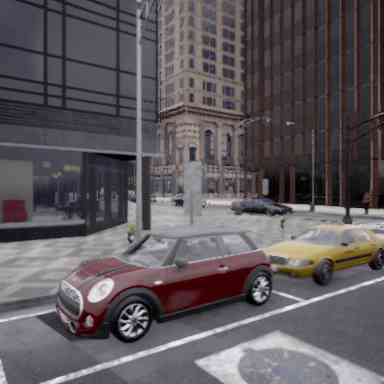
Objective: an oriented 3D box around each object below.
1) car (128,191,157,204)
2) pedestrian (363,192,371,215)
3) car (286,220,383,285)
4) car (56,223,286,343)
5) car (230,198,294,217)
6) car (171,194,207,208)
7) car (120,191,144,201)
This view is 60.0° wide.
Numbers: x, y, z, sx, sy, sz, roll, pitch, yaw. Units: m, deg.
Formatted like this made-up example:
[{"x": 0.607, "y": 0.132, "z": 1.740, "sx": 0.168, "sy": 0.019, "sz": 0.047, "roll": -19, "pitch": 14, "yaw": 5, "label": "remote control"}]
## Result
[{"x": -6.370, "y": 0.739, "z": 43.845, "sx": 2.128, "sy": 1.511, "sz": 4.902, "roll": 0, "pitch": 1, "yaw": -36, "label": "car"}, {"x": 13.820, "y": 0.883, "z": 26.343, "sx": 0.375, "sy": 1.860, "sz": 0.375, "roll": 1, "pitch": -1, "yaw": -36, "label": "pedestrian"}, {"x": 3.922, "y": 1.521, "z": 9.448, "sx": 4.829, "sy": 1.417, "sz": 1.752, "roll": 0, "pitch": 0, "yaw": -36, "label": "car"}, {"x": -0.382, "y": 1.438, "z": 6.377, "sx": 4.097, "sy": 1.590, "sz": 1.967, "roll": 0, "pitch": 0, "yaw": -36, "label": "car"}, {"x": 5.553, "y": 1.190, "z": 27.083, "sx": 2.033, "sy": 1.411, "sz": 5.357, "roll": 0, "pitch": 1, "yaw": -41, "label": "car"}, {"x": -0.374, "y": 0.948, "z": 35.449, "sx": 1.837, "sy": 1.490, "sz": 4.892, "roll": 0, "pitch": 1, "yaw": -36, "label": "car"}, {"x": -9.859, "y": 0.555, "z": 54.188, "sx": 1.837, "sy": 1.490, "sz": 4.892, "roll": 0, "pitch": 1, "yaw": -36, "label": "car"}]
